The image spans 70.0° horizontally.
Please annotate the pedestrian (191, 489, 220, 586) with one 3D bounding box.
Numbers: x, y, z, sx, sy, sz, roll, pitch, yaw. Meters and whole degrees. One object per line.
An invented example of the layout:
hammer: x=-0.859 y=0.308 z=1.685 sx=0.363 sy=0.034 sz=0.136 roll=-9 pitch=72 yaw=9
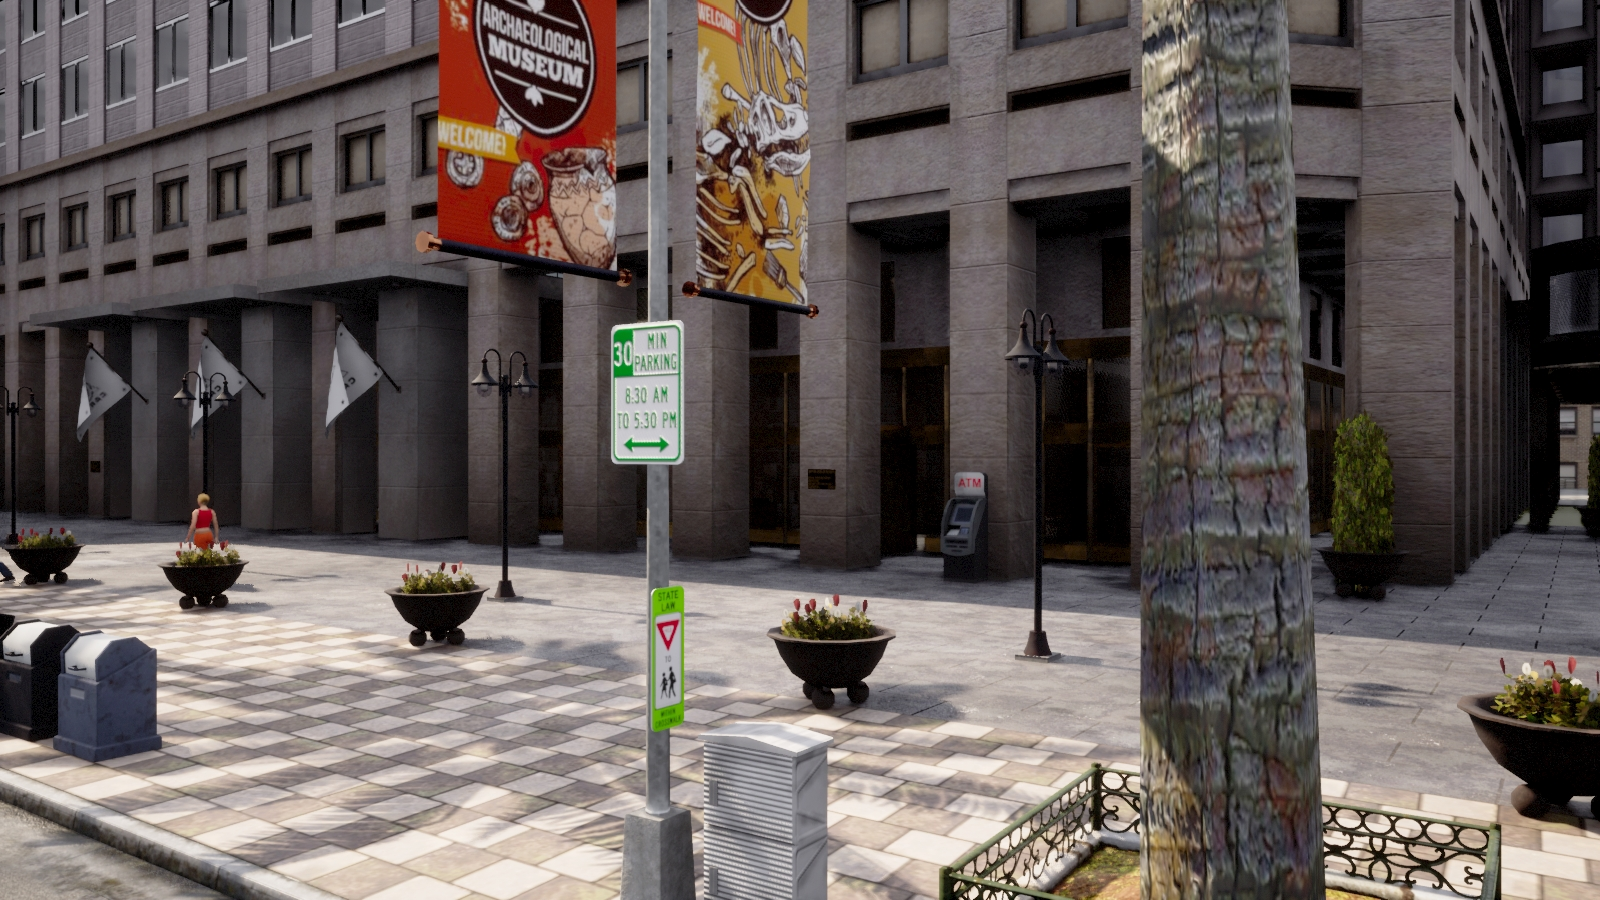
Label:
pedestrian: x=-11.661 y=1.704 z=22.417 sx=0.375 sy=1.860 sz=0.375 roll=0 pitch=0 yaw=36
